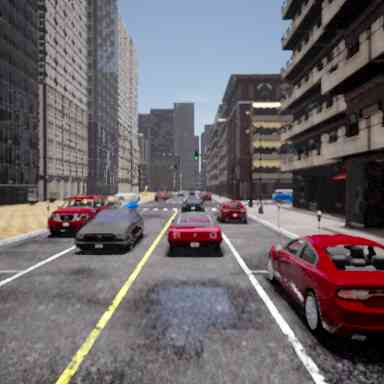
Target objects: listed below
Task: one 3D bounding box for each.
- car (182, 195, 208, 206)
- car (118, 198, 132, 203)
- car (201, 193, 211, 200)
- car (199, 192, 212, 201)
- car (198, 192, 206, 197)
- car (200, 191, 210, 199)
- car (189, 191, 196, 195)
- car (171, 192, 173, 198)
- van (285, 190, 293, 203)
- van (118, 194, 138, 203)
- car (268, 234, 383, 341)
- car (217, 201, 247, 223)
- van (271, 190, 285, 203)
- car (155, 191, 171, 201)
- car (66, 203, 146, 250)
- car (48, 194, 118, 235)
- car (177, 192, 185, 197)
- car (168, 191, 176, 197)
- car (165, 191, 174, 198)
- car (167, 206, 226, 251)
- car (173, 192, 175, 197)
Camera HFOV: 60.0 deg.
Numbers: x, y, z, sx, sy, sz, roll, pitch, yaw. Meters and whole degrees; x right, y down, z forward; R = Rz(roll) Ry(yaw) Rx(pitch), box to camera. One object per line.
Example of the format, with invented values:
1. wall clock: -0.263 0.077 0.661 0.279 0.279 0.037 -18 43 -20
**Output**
1. car: 0.109 1.248 28.771 1.994 1.385 4.181 0 1 0
2. car: -5.685 1.312 23.021 1.947 1.339 4.313 0 1 0
3. car: 2.714 0.845 66.455 1.887 1.381 4.507 0 1 0
4. car: 2.712 0.900 60.928 1.887 1.381 4.507 0 1 0
5. car: 2.724 0.654 88.565 1.947 1.339 4.313 0 1 0
6. car: 2.716 0.686 71.981 1.967 1.590 4.097 0 1 0
7. car: 0.039 0.542 88.729 1.837 1.490 4.892 0 1 0
8. car: -5.663 0.791 71.986 1.887 1.381 4.507 0 1 0
9. van: 13.747 0.718 40.095 3.998 1.788 1.690 -1 2 0
10. van: -5.683 1.028 28.541 1.690 1.788 3.998 0 1 0
11. car: 2.688 1.471 6.449 1.887 1.381 4.507 0 1 0
12. car: 2.695 1.290 23.016 1.887 1.381 4.507 0 1 0
13. van: 13.729 0.590 48.474 3.998 1.788 1.690 -1 2 0
14. car: -5.669 0.671 60.930 2.192 1.841 5.009 0 1 0
15. car: -3.094 1.394 13.725 2.033 1.411 5.357 0 1 0
16. car: -5.689 1.120 17.496 2.192 1.841 5.009 0 1 0
17. car: -2.961 0.684 88.517 1.895 1.301 4.718 0 1 0
18. car: -5.654 0.564 93.926 1.752 1.417 4.829 0 1 0
19. car: -5.659 0.580 83.041 1.967 1.590 4.097 0 1 0
20. car: 0.102 1.452 13.286 1.895 1.301 4.718 0 1 0
21. car: -5.661 0.758 77.515 1.947 1.339 4.313 0 1 0
